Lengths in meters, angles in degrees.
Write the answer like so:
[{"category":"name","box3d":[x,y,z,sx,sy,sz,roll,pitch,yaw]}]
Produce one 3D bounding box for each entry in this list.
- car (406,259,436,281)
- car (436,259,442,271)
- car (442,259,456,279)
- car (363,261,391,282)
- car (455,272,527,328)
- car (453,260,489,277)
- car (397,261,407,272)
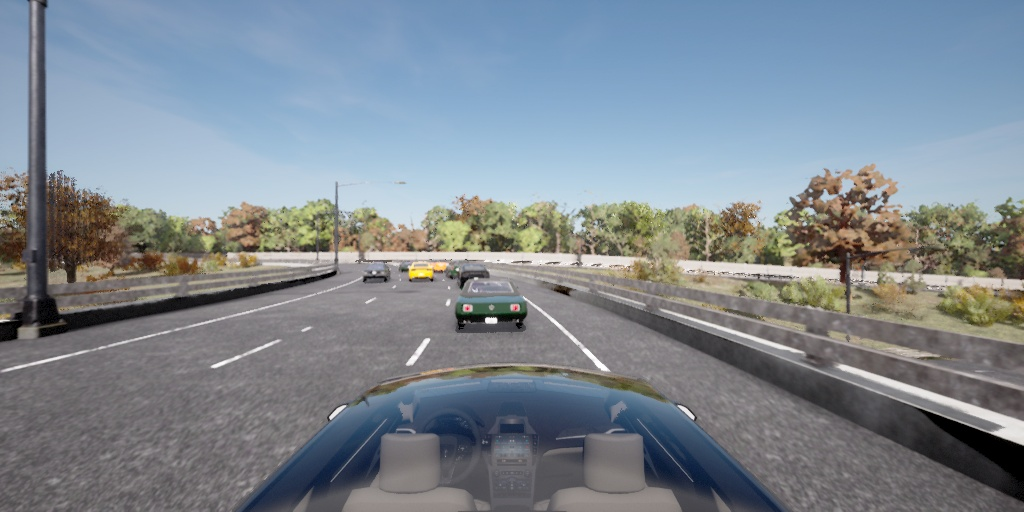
[{"category":"car","box3d":[-7.739,1.257,30.448,1.882,1.535,5.008,0,0,-15]},{"category":"car","box3d":[-9.438,1.145,45.501,2.097,1.767,4.553,0,0,-23]},{"category":"car","box3d":[-5.041,1.132,33.505,2.097,1.767,4.553,0,0,-16]},{"category":"car","box3d":[-11.128,1.329,29.671,2.033,1.411,5.357,0,0,-15]},{"category":"car","box3d":[-0.721,1.359,11.385,1.895,1.301,4.718,0,0,-5]},{"category":"car","box3d":[-2.659,1.248,23.895,1.882,1.535,5.008,0,0,-12]},{"category":"car","box3d":[-13.612,1.359,46.358,1.994,1.385,4.181,0,0,-24]}]
